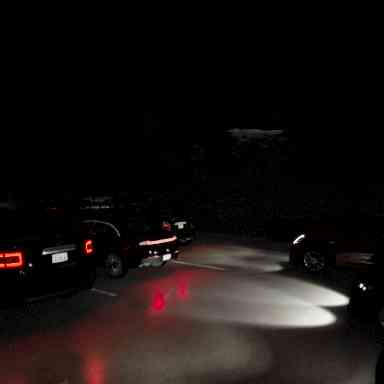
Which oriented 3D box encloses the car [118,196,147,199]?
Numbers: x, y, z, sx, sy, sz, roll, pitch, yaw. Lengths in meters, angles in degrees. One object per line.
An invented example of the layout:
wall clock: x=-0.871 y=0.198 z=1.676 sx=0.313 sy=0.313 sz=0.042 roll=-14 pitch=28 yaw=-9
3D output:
car: x=-8.670 y=1.405 z=49.850 sx=4.902 sy=1.511 sz=2.128 roll=0 pitch=0 yaw=-41

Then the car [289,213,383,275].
car: x=5.024 y=1.352 z=9.009 sx=4.553 sy=1.767 sz=2.097 roll=0 pitch=0 yaw=36

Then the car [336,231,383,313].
car: x=4.650 y=1.564 z=4.965 sx=4.181 sy=1.385 sz=1.994 roll=0 pitch=0 yaw=36

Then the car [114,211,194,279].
car: x=-2.623 y=1.491 z=10.121 sx=4.902 sy=1.511 sz=2.128 roll=0 pitch=0 yaw=36

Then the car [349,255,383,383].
car: x=3.599 y=1.474 z=1.420 sx=5.008 sy=1.535 sz=1.882 roll=0 pitch=0 yaw=35

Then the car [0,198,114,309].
car: x=-4.508 y=1.221 z=7.194 sx=5.566 sy=2.045 sz=2.150 roll=0 pitch=0 yaw=33

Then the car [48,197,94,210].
car: x=-15.622 y=1.453 z=43.149 sx=2.033 sy=1.411 sz=5.357 roll=0 pitch=0 yaw=40

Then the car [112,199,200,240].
car: x=-2.164 y=1.351 z=14.090 sx=4.553 sy=1.767 sz=2.097 roll=0 pitch=0 yaw=35

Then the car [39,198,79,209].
car: x=-18.119 y=1.491 z=45.517 sx=1.895 sy=1.301 sz=4.718 roll=0 pitch=0 yaw=43
